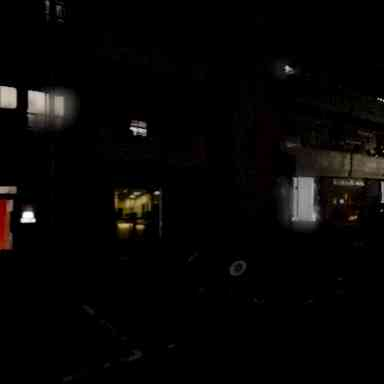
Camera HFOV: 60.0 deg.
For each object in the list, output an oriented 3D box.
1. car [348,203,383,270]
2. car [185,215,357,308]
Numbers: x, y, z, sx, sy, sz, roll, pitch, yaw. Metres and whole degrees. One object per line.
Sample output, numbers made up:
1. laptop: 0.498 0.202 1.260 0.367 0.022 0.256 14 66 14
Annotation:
1. car: 6.386 1.314 11.143 5.009 1.841 2.192 0 0 -36
2. car: 1.803 1.448 7.862 4.097 1.590 1.967 0 0 -36
